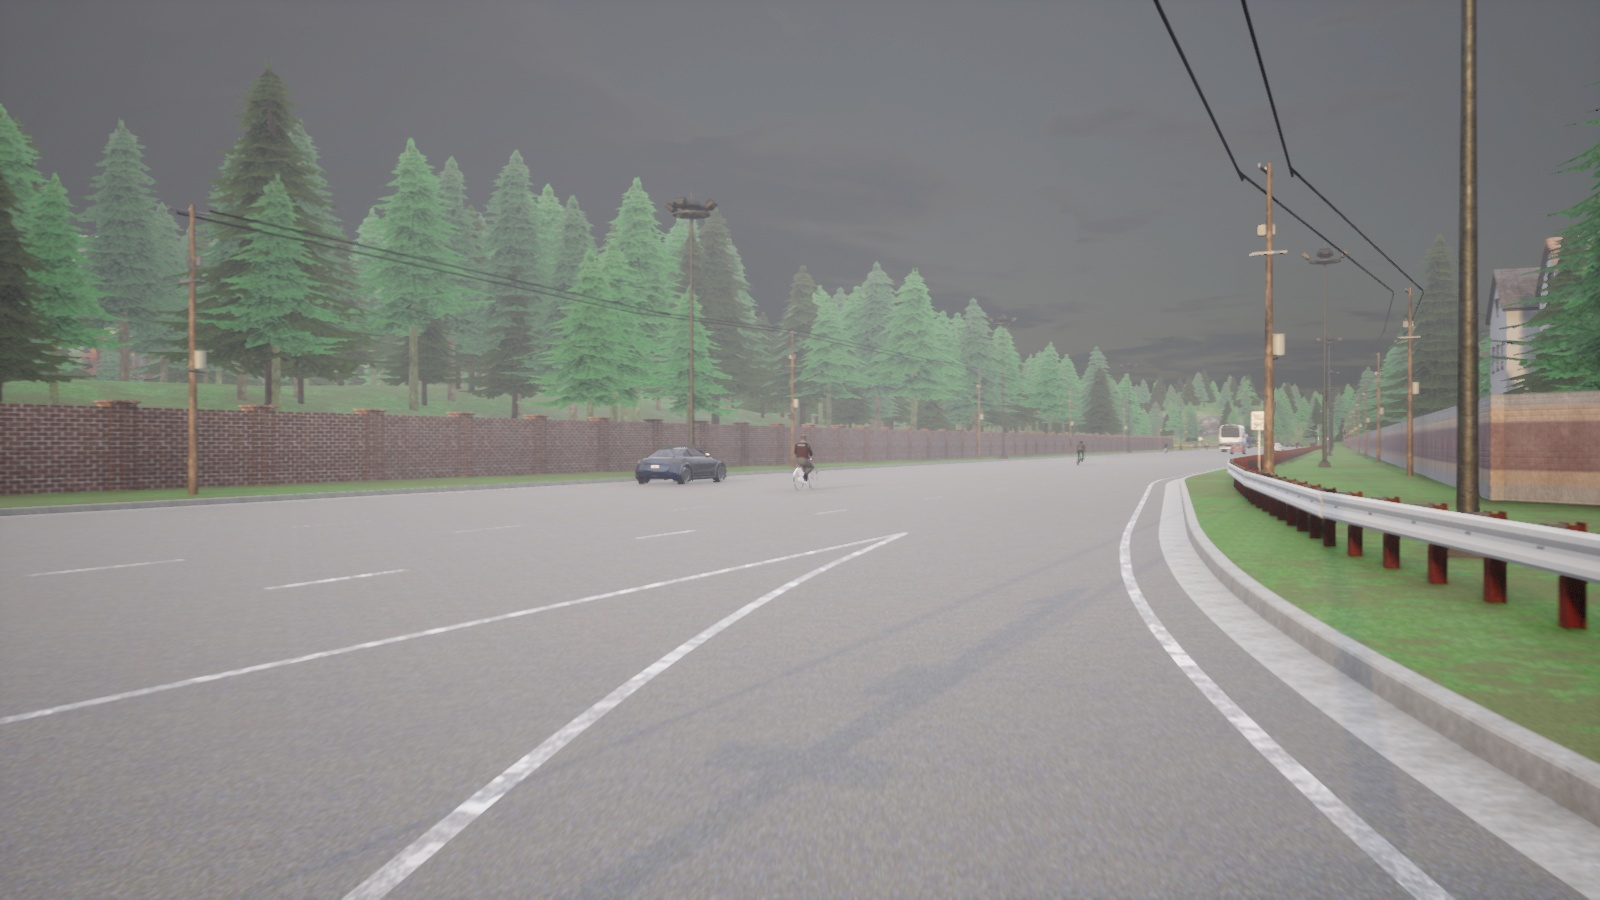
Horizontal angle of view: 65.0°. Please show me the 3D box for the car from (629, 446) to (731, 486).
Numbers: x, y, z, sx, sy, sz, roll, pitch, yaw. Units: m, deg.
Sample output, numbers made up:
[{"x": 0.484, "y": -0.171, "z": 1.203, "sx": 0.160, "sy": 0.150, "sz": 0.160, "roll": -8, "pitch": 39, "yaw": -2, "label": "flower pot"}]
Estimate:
[{"x": -4.359, "y": 0.544, "z": 46.425, "sx": 1.994, "sy": 1.385, "sz": 4.181, "roll": 0, "pitch": 0, "yaw": 23, "label": "car"}]

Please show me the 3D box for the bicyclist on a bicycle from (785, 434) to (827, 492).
[{"x": 0.199, "y": 0.396, "z": 39.299, "sx": 0.659, "sy": 1.776, "sz": 1.843, "roll": 0, "pitch": 1, "yaw": 23, "label": "bicyclist on a bicycle"}]
